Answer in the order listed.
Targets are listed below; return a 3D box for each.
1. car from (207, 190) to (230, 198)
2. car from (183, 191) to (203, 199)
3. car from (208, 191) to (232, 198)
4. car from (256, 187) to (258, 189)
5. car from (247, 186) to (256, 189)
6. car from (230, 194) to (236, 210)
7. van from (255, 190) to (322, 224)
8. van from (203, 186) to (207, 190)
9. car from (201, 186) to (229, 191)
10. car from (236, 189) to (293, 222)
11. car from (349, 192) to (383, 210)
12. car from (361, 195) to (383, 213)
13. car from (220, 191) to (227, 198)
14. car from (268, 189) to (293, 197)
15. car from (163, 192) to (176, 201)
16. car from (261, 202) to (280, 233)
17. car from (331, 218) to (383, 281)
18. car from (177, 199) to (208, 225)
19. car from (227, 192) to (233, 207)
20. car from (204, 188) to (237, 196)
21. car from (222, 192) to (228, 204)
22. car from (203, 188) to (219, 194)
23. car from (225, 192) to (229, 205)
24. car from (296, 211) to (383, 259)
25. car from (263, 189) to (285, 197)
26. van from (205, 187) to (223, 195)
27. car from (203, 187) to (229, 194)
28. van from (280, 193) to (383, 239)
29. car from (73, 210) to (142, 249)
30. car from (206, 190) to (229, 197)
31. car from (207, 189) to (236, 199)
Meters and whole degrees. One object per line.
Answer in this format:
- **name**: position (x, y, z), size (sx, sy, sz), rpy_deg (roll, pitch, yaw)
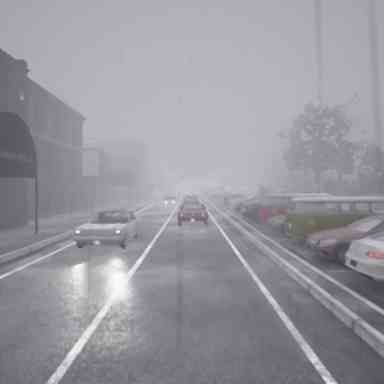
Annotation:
- **car**: position (5.639, 0.409, 70.397), size (4.674, 1.452, 2.002), rpy_deg (0, 1, 0)
- **car**: position (-0.087, 0.936, 41.281), size (2.128, 1.511, 4.902), rpy_deg (0, 1, 0)
- **car**: position (5.680, 0.461, 67.614), size (4.792, 1.488, 2.163), rpy_deg (0, 1, 0)
- **car**: position (18.702, -0.074, 78.934), size (5.566, 2.045, 2.435), rpy_deg (0, 1, 0)
- **car**: position (18.635, -0.261, 92.733), size (4.553, 1.767, 2.185), rpy_deg (0, 1, 0)
- **car**: position (6.008, 1.114, 27.556), size (5.008, 1.535, 2.097), rpy_deg (0, 1, 0)
- **van**: position (6.150, 1.063, 19.078), size (4.442, 1.987, 1.878), rpy_deg (0, 1, 0)
- **van**: position (5.478, -0.047, 78.862), size (4.442, 1.987, 1.878), rpy_deg (0, 1, 0)
- **car**: position (5.552, -0.132, 81.520), size (5.566, 2.045, 2.435), rpy_deg (0, 1, 0)
- **car**: position (5.999, 0.979, 21.901), size (5.566, 2.045, 2.435), rpy_deg (0, 1, 0)
- **car**: position (18.548, 0.870, 33.270), size (4.553, 1.767, 2.185), rpy_deg (0, 1, 0)
- **car**: position (18.580, 1.051, 30.574), size (5.008, 1.535, 2.097), rpy_deg (0, 1, 0)
- **car**: position (6.016, 0.911, 38.859), size (4.792, 1.488, 2.163), rpy_deg (0, 1, 0)
- **car**: position (18.747, 0.239, 70.585), size (4.553, 1.767, 2.185), rpy_deg (0, 1, 0)
- **car**: position (-3.616, 0.734, 54.852), size (1.994, 1.385, 4.181), rpy_deg (0, 1, 0)
- **car**: position (6.043, 1.387, 16.258), size (4.674, 1.452, 2.002), rpy_deg (0, 1, 0)
- **car**: position (6.058, 1.488, 7.759), size (4.674, 1.452, 2.002), rpy_deg (0, 0, 0)
- **car**: position (0.042, 1.367, 22.176), size (1.895, 1.301, 4.718), rpy_deg (0, 1, 0)
- **car**: position (6.192, 1.053, 30.383), size (5.366, 1.575, 1.946), rpy_deg (0, 1, 0)
- **car**: position (5.479, 0.491, 64.830), size (5.366, 1.575, 1.946), rpy_deg (0, 1, 0)
- **car**: position (5.996, 0.980, 36.033), size (4.674, 1.452, 2.002), rpy_deg (0, 1, 0)
- **car**: position (5.479, -0.322, 95.437), size (4.553, 1.767, 2.185), rpy_deg (0, 1, 0)
- **car**: position (6.002, 1.038, 33.208), size (4.674, 1.452, 2.002), rpy_deg (0, 1, 0)
- **car**: position (6.056, 1.475, 10.594), size (4.674, 1.452, 2.002), rpy_deg (0, 0, 0)
- **car**: position (18.657, 0.117, 76.028), size (4.553, 1.767, 2.185), rpy_deg (0, 1, 0)
- **van**: position (5.450, -0.169, 84.303), size (4.442, 1.987, 1.878), rpy_deg (0, 1, 0)
- **car**: position (5.602, 0.245, 75.961), size (4.892, 1.521, 2.231), rpy_deg (0, 1, 0)
- **van**: position (6.163, 1.173, 13.548), size (4.442, 1.987, 1.878), rpy_deg (0, 1, 0)
- **car**: position (-3.375, 1.479, 14.050), size (1.895, 1.301, 4.718), rpy_deg (0, 1, 0)
- **car**: position (5.594, 0.336, 73.179), size (4.792, 1.488, 2.163), rpy_deg (0, 1, 0)
- **car**: position (5.693, 0.593, 62.191), size (4.674, 1.452, 2.002), rpy_deg (1, 1, 0)
